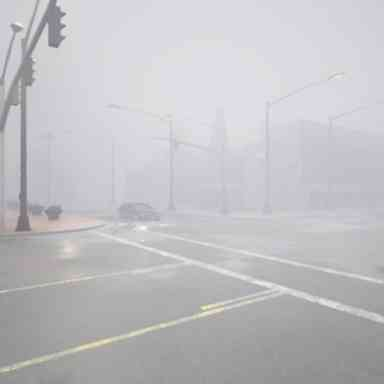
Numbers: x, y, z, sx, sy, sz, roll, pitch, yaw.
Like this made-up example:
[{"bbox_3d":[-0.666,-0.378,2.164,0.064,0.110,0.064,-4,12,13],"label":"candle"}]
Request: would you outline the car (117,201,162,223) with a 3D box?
[{"bbox_3d":[-4.067,1.501,25.105,1.837,1.490,4.892,0,2,-35],"label":"car"}]
